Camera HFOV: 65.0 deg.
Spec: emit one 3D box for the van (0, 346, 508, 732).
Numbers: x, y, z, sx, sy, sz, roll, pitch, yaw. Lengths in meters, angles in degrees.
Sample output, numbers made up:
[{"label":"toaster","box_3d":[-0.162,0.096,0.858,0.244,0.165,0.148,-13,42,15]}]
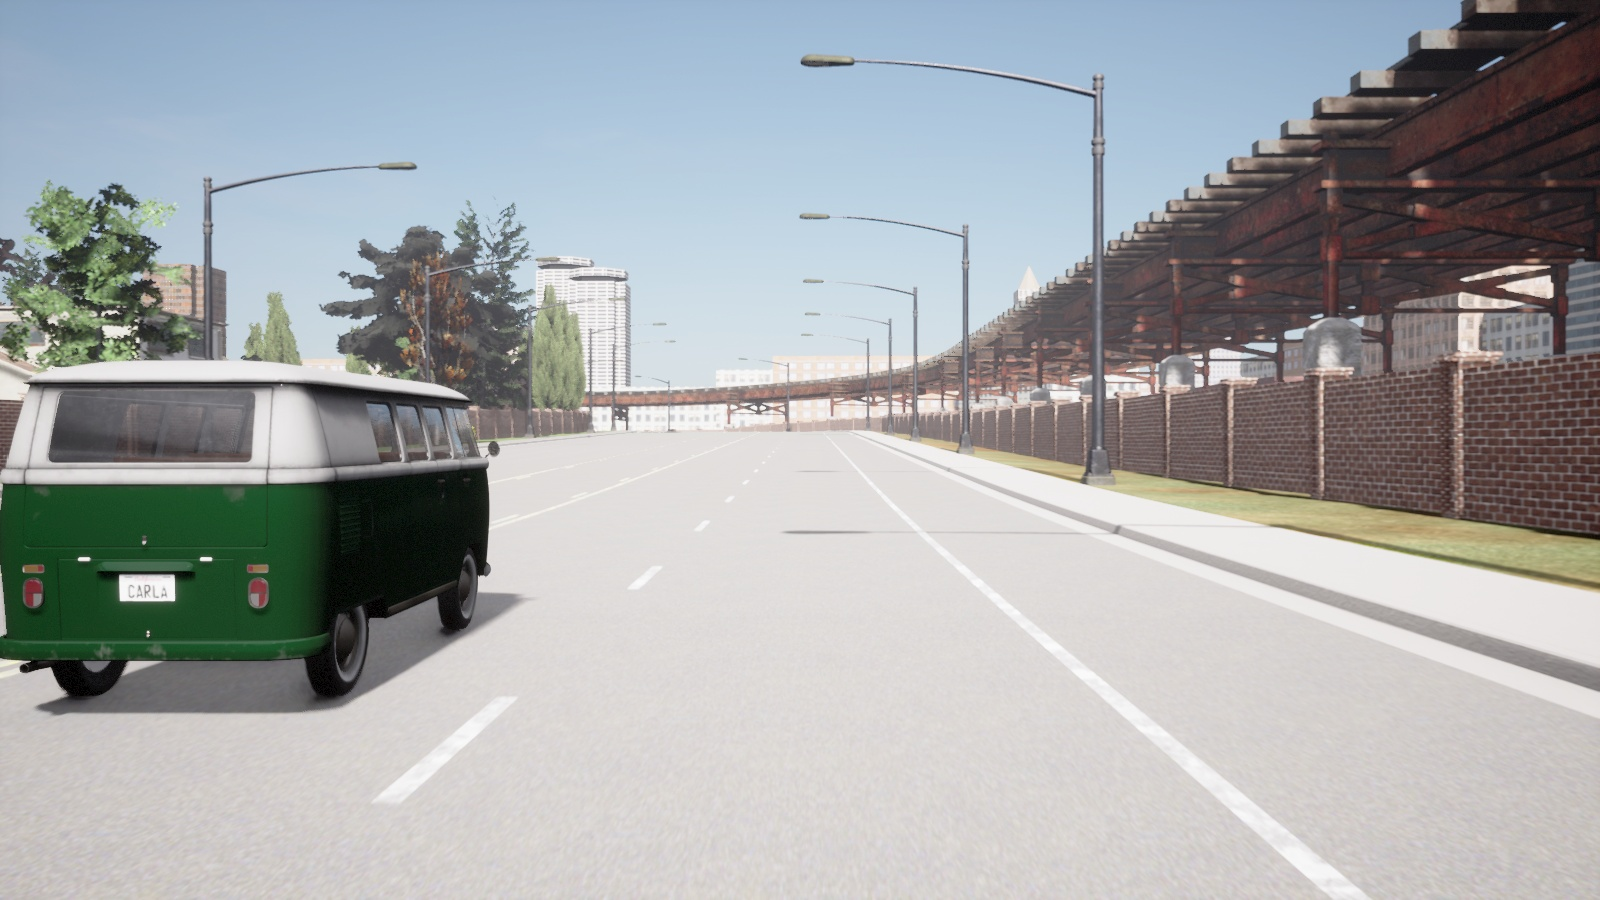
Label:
[{"label":"van","box_3d":[-3.435,0.437,8.681,1.775,1.987,4.442,0,1,0]}]
